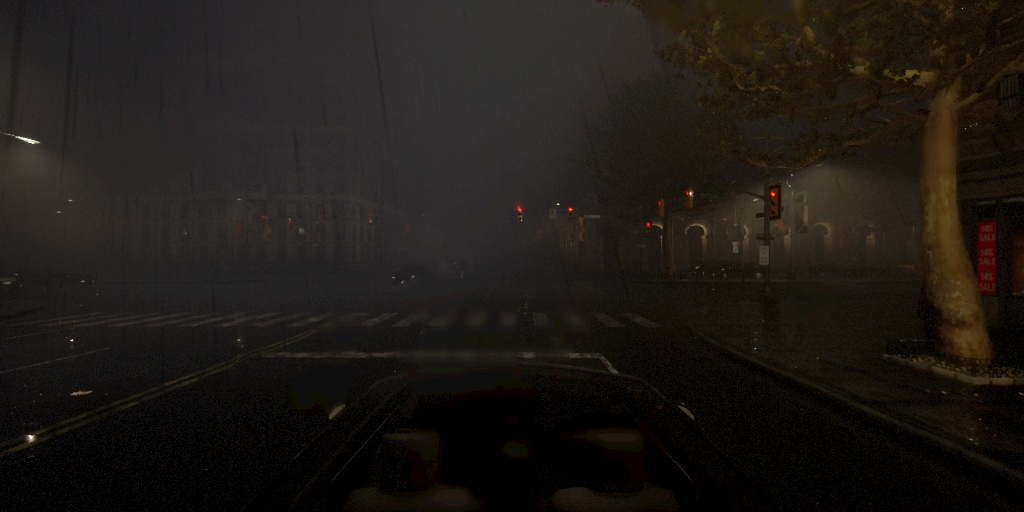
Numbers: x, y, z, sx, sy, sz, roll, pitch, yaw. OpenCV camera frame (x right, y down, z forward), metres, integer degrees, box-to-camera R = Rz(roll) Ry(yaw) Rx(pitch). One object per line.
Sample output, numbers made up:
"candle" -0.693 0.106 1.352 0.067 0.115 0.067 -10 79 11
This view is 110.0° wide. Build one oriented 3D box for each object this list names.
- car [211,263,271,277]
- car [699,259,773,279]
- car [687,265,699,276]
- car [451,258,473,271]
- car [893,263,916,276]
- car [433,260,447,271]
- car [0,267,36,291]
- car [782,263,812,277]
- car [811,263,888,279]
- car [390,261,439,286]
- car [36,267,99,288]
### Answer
"car" -26.480 1.350 35.028 4.718 1.301 1.895 0 0 2
"car" 19.436 1.255 31.231 4.892 1.490 1.837 0 0 1
"car" 19.456 1.102 34.733 4.553 1.767 2.097 0 0 0
"car" -6.947 1.241 48.825 2.128 1.511 4.902 0 0 0
"car" 39.859 1.227 34.536 5.008 1.535 1.882 0 0 1
"car" -10.442 1.297 50.266 2.033 1.411 5.357 0 0 0
"car" -30.499 1.241 19.988 4.902 1.511 2.128 0 0 1
"car" 29.396 1.351 34.642 4.718 1.301 1.895 0 0 1
"car" 29.383 1.351 31.142 4.718 1.301 1.895 0 0 1
"car" -7.026 1.297 25.831 2.033 1.411 5.357 0 0 0
"car" -30.277 1.351 23.485 4.718 1.301 1.895 0 0 1
